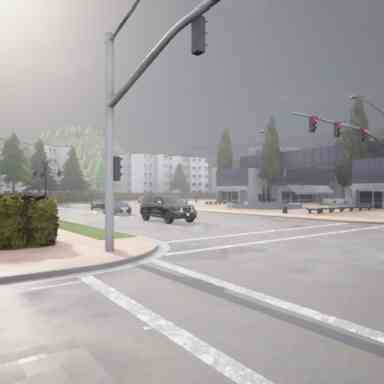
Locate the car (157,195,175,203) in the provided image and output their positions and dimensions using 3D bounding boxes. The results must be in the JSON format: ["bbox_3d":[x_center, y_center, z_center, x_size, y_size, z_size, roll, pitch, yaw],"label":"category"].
[{"bbox_3d":[-5.316,1.475,69.513,1.882,1.535,5.008,0,0,20],"label":"car"}]

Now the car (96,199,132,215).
[{"bbox_3d":[-7.636,1.491,33.492,2.128,1.511,4.902,0,0,-31],"label":"car"}]

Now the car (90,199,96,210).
[{"bbox_3d":[-11.909,1.563,42.587,1.994,1.385,4.181,0,0,-17],"label":"car"}]

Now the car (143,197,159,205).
[{"bbox_3d":[-7.235,1.546,59.050,2.033,1.411,5.357,0,0,3],"label":"car"}]

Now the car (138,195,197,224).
[{"bbox_3d":[-1.950,1.221,25.324,2.150,2.045,5.566,0,0,-37],"label":"car"}]

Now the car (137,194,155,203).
[{"bbox_3d":[-9.332,1.350,68.046,2.097,1.767,4.553,0,0,15],"label":"car"}]
